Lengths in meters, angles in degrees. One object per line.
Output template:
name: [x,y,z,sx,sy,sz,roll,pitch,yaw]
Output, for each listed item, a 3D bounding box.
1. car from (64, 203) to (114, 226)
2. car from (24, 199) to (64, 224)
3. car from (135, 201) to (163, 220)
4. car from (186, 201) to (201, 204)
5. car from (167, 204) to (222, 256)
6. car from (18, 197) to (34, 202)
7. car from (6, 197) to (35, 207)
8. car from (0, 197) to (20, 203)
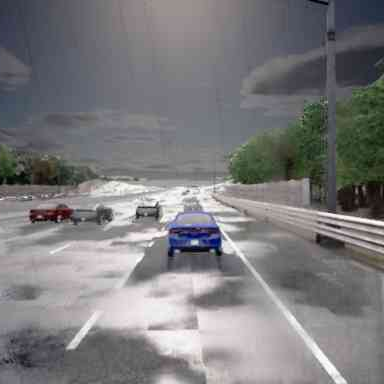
car: [-6.907,1.524,23.595,2.128,1.511,4.902,0,0,0]
car: [-10.404,1.529,25.191,1.882,1.535,5.008,0,0,0]
car: [-3.499,1.502,27.706,2.128,1.511,4.902,0,0,0]
car: [0.113,1.535,31.925,2.033,1.411,5.357,0,0,0]
car: [0.086,1.474,13.183,1.882,1.535,5.008,0,0,0]
car: [-20.996,1.667,44.761,1.994,1.385,4.181,0,0,1]
car: [-27.891,1.622,54.274,2.128,1.511,4.902,0,0,1]
car: [-24.503,1.615,44.132,2.128,1.511,4.902,0,0,1]
